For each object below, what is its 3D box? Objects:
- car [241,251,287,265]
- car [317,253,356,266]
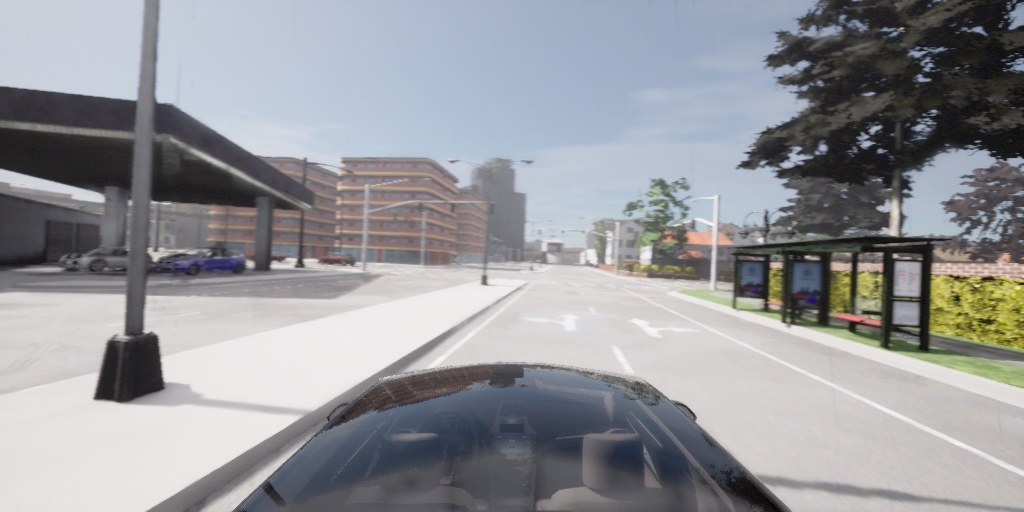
[{"bbox_3d":[-32.630,0.127,47.604,4.718,1.301,1.895,3,0,7],"label":"car"},{"bbox_3d":[-22.635,0.339,46.373,4.553,1.767,2.097,3,0,7],"label":"car"}]
